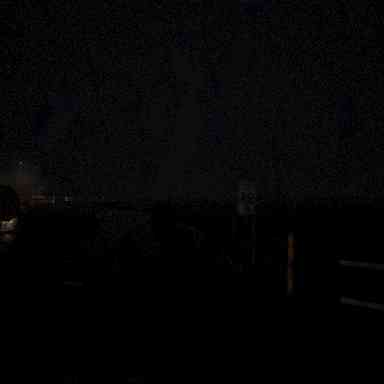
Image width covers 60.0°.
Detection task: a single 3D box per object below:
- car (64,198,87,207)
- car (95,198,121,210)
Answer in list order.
[{"bbox_3d":[-17.804,1.579,50.920,4.718,1.301,1.895,1,0,42],"label":"car"},{"bbox_3d":[-10.898,1.527,43.083,1.882,1.535,5.008,1,0,-37],"label":"car"}]
